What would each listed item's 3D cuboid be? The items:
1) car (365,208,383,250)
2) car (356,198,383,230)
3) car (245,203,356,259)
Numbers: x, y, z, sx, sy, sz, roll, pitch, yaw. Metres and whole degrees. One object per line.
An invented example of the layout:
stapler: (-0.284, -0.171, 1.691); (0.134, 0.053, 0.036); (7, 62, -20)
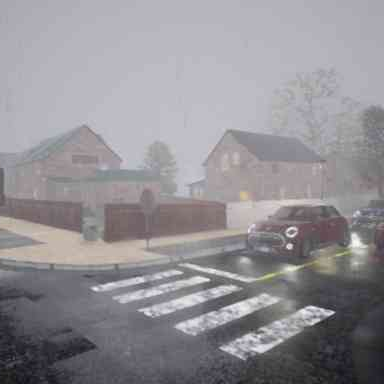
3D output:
car: (8.486, 1.383, 12.466); (4.181, 1.385, 1.994); (-1, 0, -41)
car: (10.663, 1.144, 18.337); (4.553, 1.767, 2.097); (-1, 0, -42)
car: (3.979, 1.249, 12.329); (4.553, 1.767, 2.097); (-1, 0, -43)
